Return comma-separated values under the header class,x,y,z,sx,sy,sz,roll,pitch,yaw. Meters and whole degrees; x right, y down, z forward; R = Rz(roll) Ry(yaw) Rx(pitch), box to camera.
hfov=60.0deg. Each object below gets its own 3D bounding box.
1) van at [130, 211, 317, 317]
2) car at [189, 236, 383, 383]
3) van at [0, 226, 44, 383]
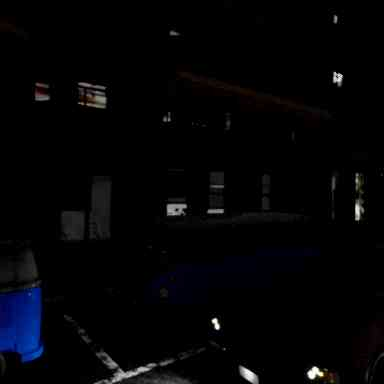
class,x,y,z,sx,sy,sz,roll,pitch,yaw
van,0.823,1.322,6.658,3.998,1.788,1.690,0,2,-35
car,2.762,1.526,5.038,5.357,1.411,2.033,0,0,-35
van,-3.681,1.346,3.445,3.998,1.788,1.690,0,2,-35
